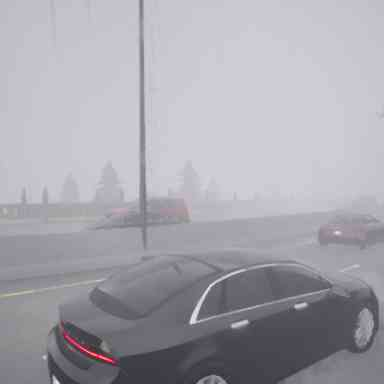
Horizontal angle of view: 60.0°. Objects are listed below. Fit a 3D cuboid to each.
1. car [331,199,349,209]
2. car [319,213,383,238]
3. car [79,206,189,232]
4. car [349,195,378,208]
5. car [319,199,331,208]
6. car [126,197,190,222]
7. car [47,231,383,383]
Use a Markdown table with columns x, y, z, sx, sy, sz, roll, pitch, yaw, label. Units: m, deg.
| x | y | z | sx | sy | sz | roll | pitch | yaw | label |
| --- | --- | --- | --- | --- | --- | --- | --- | --- | --- |
| 23.228 | 1.801 | 50.201 | 2.128 | 1.511 | 4.902 | 0 | -1 | 39 | car |
| 7.371 | 1.644 | 14.954 | 4.181 | 1.385 | 1.994 | 0 | 0 | -44 | car |
| -2.743 | 1.595 | 15.432 | 4.892 | 1.490 | 1.837 | 0 | 0 | -41 | car |
| 23.506 | 1.491 | 44.991 | 2.150 | 2.045 | 5.566 | 0 | -1 | 39 | car |
| 22.902 | 1.896 | 55.323 | 2.033 | 1.411 | 5.357 | 0 | -1 | 40 | car |
| -2.618 | 1.343 | 20.129 | 5.566 | 2.045 | 2.150 | 0 | 0 | -43 | car |
| 0.702 | 1.529 | 4.513 | 4.892 | 1.490 | 1.837 | 0 | 0 | -37 | car |
